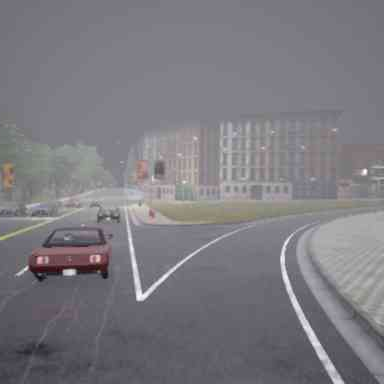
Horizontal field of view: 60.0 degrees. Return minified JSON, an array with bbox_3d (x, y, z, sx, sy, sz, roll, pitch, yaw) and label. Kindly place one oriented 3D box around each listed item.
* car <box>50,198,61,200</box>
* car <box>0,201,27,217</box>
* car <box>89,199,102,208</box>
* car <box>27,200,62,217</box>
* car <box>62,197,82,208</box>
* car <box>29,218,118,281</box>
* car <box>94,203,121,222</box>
[{"bbox_3d":[-22.529,1.765,54.686,2.128,1.511,4.902,0,0,-11],"label":"car"},{"bbox_3d":[-18.396,1.744,34.308,1.837,1.490,4.892,0,0,-11],"label":"car"},{"bbox_3d":[-16.009,1.873,55.384,2.033,1.411,5.357,0,0,-12],"label":"car"},{"bbox_3d":[-15.070,1.826,34.260,1.994,1.385,4.181,0,0,-11],"label":"car"},{"bbox_3d":[-18.930,1.651,53.249,2.097,1.767,4.553,0,0,-11],"label":"car"},{"bbox_3d":[-3.402,1.690,10.226,1.895,1.301,4.718,0,-1,-12],"label":"car"},{"bbox_3d":[-7.158,1.878,28.978,1.895,1.301,4.718,0,0,-12],"label":"car"}]
